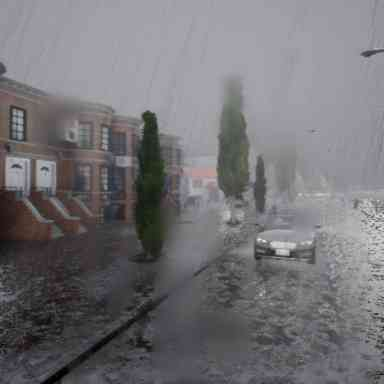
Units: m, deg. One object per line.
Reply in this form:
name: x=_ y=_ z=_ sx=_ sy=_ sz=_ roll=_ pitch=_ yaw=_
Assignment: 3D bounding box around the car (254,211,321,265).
car: x=3.405 y=1.447 z=11.796 sx=2.128 sy=1.511 sz=4.902 roll=1 pitch=0 yaw=19
